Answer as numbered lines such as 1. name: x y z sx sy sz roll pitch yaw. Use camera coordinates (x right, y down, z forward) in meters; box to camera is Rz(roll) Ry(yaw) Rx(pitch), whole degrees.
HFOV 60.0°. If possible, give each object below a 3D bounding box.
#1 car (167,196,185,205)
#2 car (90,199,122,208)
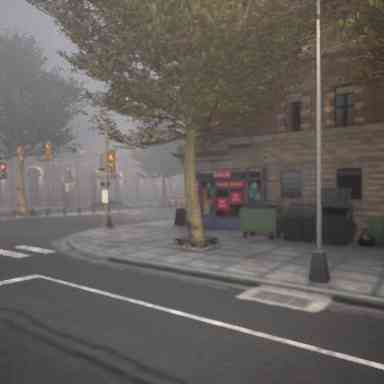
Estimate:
1. car: -2.533 1.548 58.589 1.882 1.535 5.008 0 0 36
2. car: -12.811 1.673 49.766 1.895 1.301 4.718 0 0 36
